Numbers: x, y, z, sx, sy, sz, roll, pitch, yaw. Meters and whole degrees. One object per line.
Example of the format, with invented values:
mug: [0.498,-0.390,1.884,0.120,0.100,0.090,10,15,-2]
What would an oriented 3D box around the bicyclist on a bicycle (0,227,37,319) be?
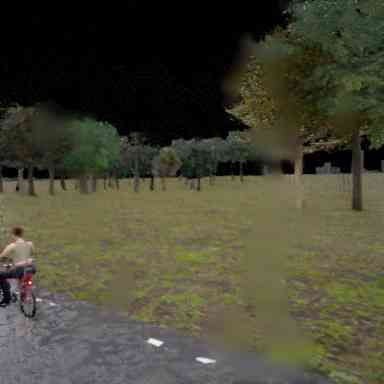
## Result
bicyclist on a bicycle: [-3.317,1.457,6.243,1.509,1.612,0.866,0,0,36]
